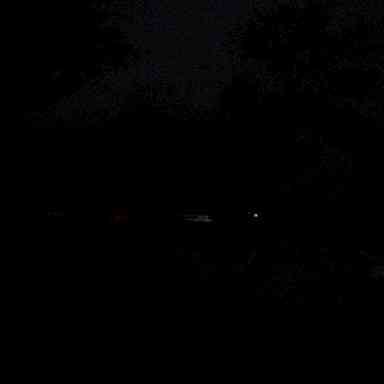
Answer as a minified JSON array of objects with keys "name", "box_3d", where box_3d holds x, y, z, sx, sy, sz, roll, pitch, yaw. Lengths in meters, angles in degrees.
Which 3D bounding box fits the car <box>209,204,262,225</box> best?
[{"name":"car","box_3d":[3.172,1.597,24.800,1.994,1.385,4.181,1,0,-40]}]

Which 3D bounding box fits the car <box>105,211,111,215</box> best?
[{"name":"car","box_3d":[-9.661,1.531,31.532,4.718,1.301,1.895,0,0,19]}]
